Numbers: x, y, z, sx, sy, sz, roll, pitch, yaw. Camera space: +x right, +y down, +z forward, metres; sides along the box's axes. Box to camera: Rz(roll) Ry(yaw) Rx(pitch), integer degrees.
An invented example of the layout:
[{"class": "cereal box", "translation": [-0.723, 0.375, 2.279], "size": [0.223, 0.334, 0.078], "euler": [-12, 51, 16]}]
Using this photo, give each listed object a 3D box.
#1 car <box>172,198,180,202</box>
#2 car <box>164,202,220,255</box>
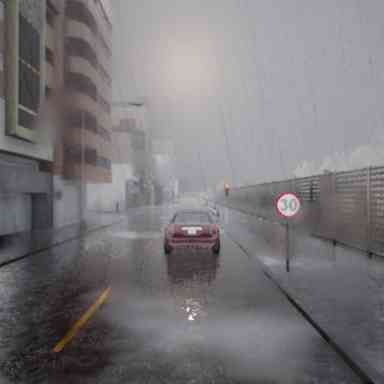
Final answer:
[{"class": "car", "translation": [-4.016, 2.279, 82.989], "size": [1.837, 1.490, 4.892], "euler": [0, -1, 0]}, {"class": "car", "translation": [0.002, 1.483, 14.091], "size": [2.097, 1.767, 4.553], "euler": [0, -1, 0]}]
